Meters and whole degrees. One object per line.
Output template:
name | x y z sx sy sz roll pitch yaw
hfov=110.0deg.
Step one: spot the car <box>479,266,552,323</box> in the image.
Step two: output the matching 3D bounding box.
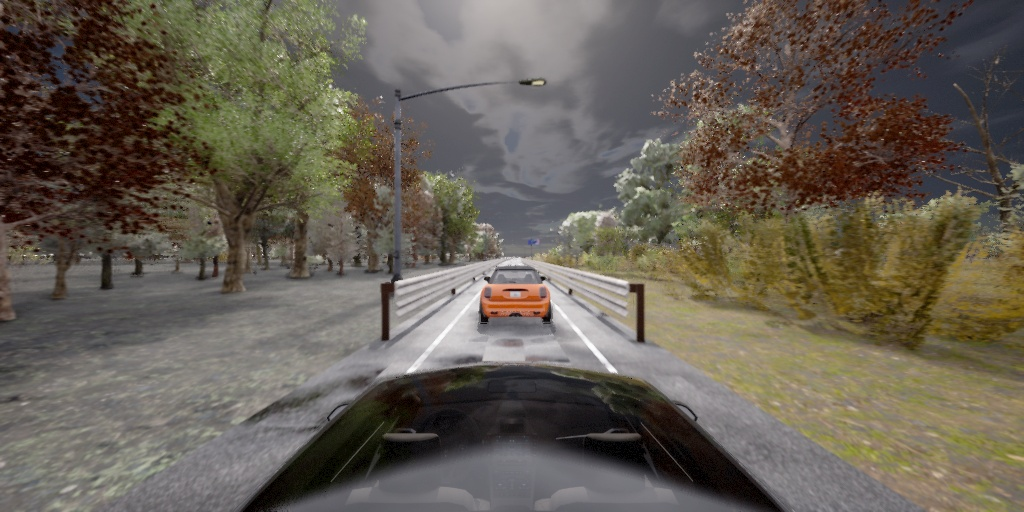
car | 0.098 1.103 12.215 2.097 1.767 4.553 0 0 0
